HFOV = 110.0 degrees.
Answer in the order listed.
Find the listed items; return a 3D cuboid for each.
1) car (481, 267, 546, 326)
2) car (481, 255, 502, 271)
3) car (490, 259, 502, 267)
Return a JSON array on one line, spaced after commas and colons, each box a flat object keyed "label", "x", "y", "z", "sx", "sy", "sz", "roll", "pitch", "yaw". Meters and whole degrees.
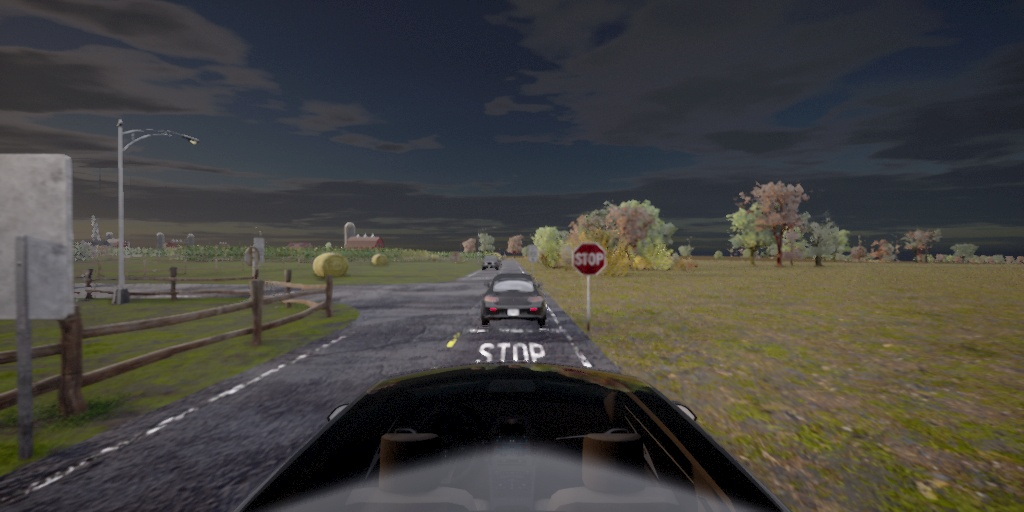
[{"label": "car", "x": 0.051, "y": 1.260, "z": 11.450, "sx": 1.812, "sy": 1.442, "sz": 4.674, "roll": 0, "pitch": 0, "yaw": 0}, {"label": "car", "x": -2.871, "y": 0.925, "z": 48.342, "sx": 2.150, "sy": 2.045, "sz": 5.566, "roll": 0, "pitch": 0, "yaw": 0}, {"label": "car", "x": -2.824, "y": 1.269, "z": 65.177, "sx": 1.994, "sy": 1.385, "sz": 4.181, "roll": 0, "pitch": 0, "yaw": 0}]
